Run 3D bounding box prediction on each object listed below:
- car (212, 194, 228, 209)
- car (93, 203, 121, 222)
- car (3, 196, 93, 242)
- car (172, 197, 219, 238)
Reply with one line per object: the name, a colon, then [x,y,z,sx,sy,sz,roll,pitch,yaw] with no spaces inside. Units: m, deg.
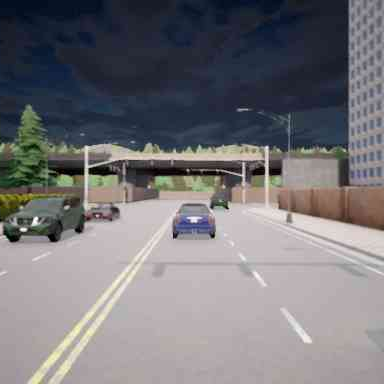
car: [3.571,1.221,44.315,2.150,2.045,5.566,0,0,0]
car: [-7.002,1.576,26.612,1.994,1.385,4.181,0,0,0]
car: [-7.073,1.229,16.746,2.150,2.045,5.566,0,0,0]
car: [0.098,1.360,17.698,2.097,1.767,4.553,0,0,0]
